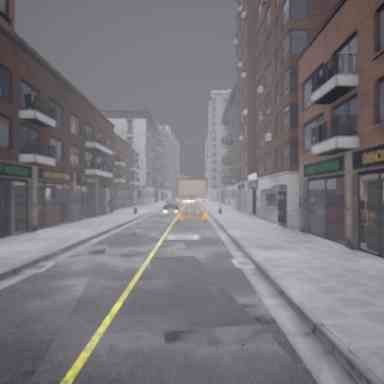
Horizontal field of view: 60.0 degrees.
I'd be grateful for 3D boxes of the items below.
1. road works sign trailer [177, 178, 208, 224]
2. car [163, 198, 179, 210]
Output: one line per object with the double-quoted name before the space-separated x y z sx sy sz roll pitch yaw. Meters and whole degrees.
"road works sign trailer" -0.008 0.666 26.454 2.380 3.560 2.880 0 0 0
"car" -3.086 1.718 49.475 2.097 1.767 4.553 0 0 0
